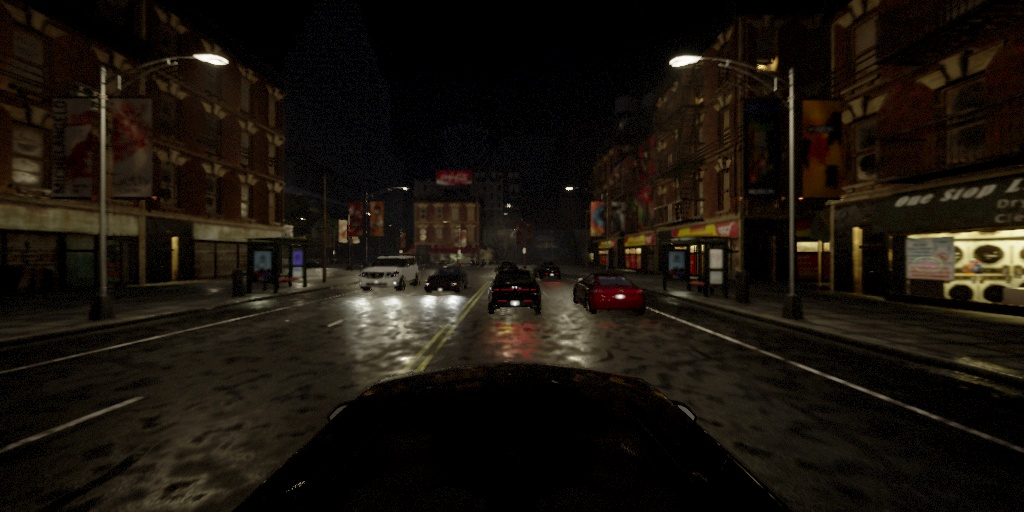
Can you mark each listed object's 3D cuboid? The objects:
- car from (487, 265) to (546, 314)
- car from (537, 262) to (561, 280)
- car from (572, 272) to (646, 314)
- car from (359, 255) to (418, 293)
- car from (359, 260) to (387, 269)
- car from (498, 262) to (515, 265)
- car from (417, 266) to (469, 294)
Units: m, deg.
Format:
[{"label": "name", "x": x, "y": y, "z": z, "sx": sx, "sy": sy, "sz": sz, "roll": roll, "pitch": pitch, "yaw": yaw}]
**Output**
[{"label": "car", "x": 0.098, "y": 1.264, "z": 13.905, "sx": 1.837, "sy": 1.490, "sz": 4.892, "roll": 0, "pitch": 0, "yaw": 0}, {"label": "car", "x": 2.959, "y": 1.277, "z": 31.707, "sx": 1.837, "sy": 1.490, "sz": 4.892, "roll": 0, "pitch": 0, "yaw": -7}, {"label": "car", "x": 3.598, "y": 1.323, "z": 13.929, "sx": 1.994, "sy": 1.385, "sz": 4.181, "roll": 0, "pitch": 0, "yaw": 0}, {"label": "car", "x": -7.106, "y": 0.986, "z": 21.445, "sx": 2.150, "sy": 2.045, "sz": 5.566, "roll": 0, "pitch": 0, "yaw": -1}, {"label": "car", "x": -22.178, "y": 1.354, "z": 57.046, "sx": 4.181, "sy": 1.385, "sz": 1.994, "roll": 0, "pitch": 0, "yaw": 31}, {"label": "car", "x": -0.534, "y": 1.275, "z": 31.758, "sx": 1.837, "sy": 1.490, "sz": 4.892, "roll": 0, "pitch": 0, "yaw": -8}, {"label": "car", "x": -3.603, "y": 1.311, "z": 20.673, "sx": 2.033, "sy": 1.411, "sz": 5.357, "roll": 0, "pitch": 0, "yaw": 0}]
